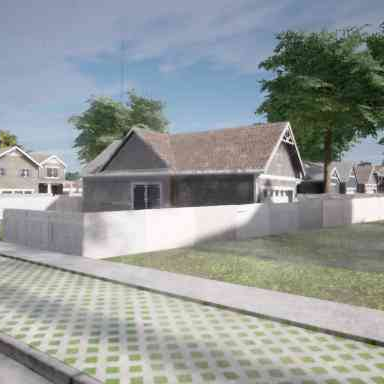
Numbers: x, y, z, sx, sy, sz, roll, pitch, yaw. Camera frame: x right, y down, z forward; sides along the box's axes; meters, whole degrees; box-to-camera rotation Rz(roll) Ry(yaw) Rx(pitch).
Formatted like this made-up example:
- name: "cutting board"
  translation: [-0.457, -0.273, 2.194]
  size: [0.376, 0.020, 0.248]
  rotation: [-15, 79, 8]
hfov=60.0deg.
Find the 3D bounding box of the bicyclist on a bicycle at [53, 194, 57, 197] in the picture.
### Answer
- name: "bicyclist on a bicycle"
  translation: [-13.023, 1.043, 31.548]
  size: [1.656, 1.620, 0.582]
  rotation: [0, 1, 34]
